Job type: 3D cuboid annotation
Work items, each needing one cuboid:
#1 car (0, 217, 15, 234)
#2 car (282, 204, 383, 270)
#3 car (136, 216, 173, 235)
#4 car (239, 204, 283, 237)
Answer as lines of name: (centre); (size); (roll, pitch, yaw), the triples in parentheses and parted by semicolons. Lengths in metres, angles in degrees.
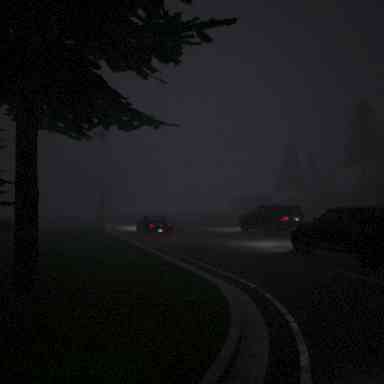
car: (-14.159, 2.497, 23.676); (1.895, 1.301, 4.718); (-1, -2, 3)
car: (6.127, 1.552, 12.569); (2.150, 2.045, 5.566); (1, -2, -20)
car: (-2.912, 2.408, 24.831); (1.895, 1.301, 4.718); (0, -2, -20)
car: (5.430, 1.879, 22.924); (2.150, 2.045, 5.566); (0, -2, -23)
